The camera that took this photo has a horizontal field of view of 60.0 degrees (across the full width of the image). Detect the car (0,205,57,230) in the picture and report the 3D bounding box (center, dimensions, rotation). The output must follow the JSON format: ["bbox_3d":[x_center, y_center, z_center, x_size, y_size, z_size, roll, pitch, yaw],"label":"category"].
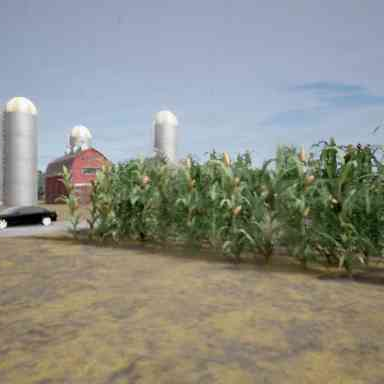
[{"bbox_3d":[-12.306,1.738,23.949,1.882,1.535,5.008,1,0,37],"label":"car"}]
